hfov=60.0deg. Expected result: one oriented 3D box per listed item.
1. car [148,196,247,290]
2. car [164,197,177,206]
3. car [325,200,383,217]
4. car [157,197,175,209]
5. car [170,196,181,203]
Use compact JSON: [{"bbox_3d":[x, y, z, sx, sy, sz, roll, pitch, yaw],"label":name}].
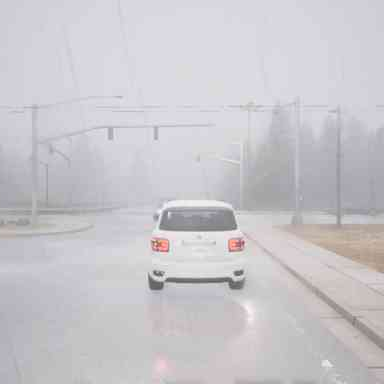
[{"bbox_3d":[0.066,1.218,9.220,2.150,2.045,5.566,0,0,-2],"label":"car"},{"bbox_3d":[-3.564,1.564,56.019,1.994,1.385,4.181,0,0,0],"label":"car"},{"bbox_3d":[14.897,1.518,30.628,4.902,1.511,2.128,0,0,1],"label":"car"},{"bbox_3d":[-3.589,1.492,46.178,2.128,1.511,4.902,0,0,0],"label":"car"},{"bbox_3d":[-3.350,1.564,69.541,1.994,1.385,4.181,0,0,1],"label":"car"}]
